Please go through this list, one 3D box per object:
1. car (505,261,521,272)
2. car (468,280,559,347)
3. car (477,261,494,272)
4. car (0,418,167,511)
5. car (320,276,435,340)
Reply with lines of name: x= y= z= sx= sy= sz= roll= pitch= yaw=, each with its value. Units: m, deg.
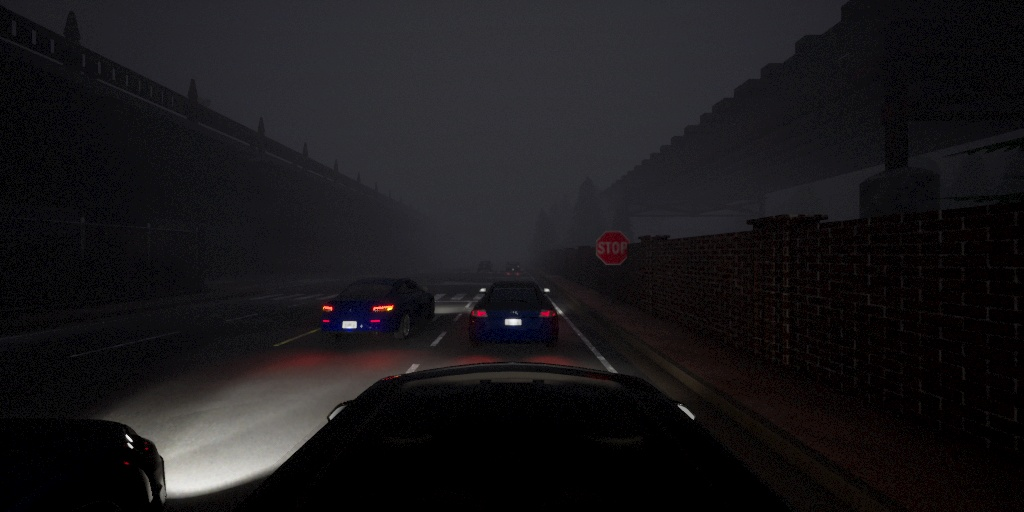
car: x=0.099 y=1.351 z=46.119 sx=1.895 sy=1.301 sz=4.718 roll=0 pitch=0 yaw=-1
car: x=0.069 y=1.314 z=9.303 sx=1.994 sy=1.385 sz=4.181 roll=0 pitch=0 yaw=1
car: x=-3.395 y=1.297 z=45.950 sx=2.033 sy=1.411 sz=5.357 roll=0 pitch=0 yaw=-1
car: x=-3.399 y=1.314 z=0.730 sx=1.994 sy=1.385 sz=4.181 roll=0 pitch=0 yaw=0
car: x=-3.413 y=1.276 z=9.825 sx=1.812 sy=1.442 sz=4.674 roll=0 pitch=0 yaw=0
